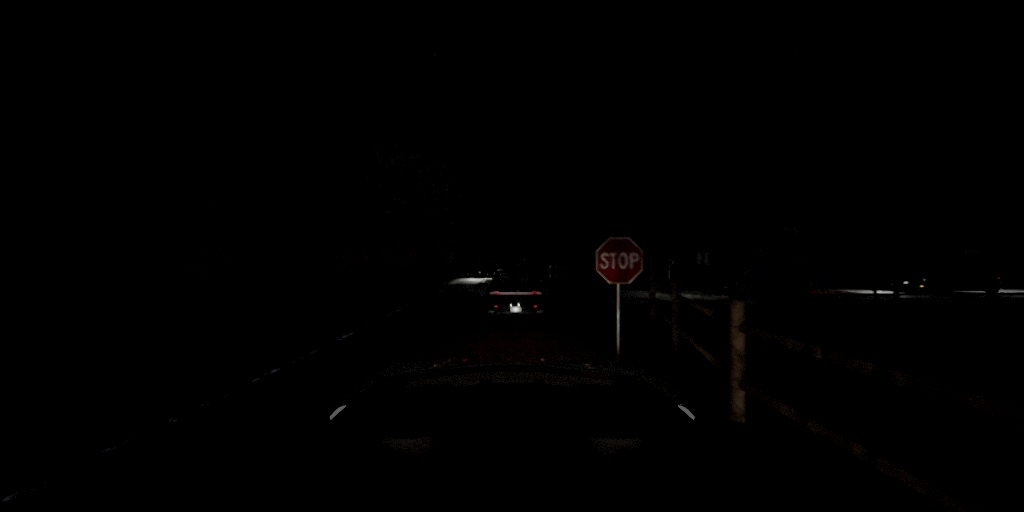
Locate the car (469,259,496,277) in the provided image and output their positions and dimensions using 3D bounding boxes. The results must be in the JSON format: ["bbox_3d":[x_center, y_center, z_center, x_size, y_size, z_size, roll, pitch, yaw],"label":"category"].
[{"bbox_3d":[-2.838,1.261,33.661,1.994,1.385,4.181,0,0,1],"label":"car"}]

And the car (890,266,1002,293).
[{"bbox_3d":[22.645,1.203,18.830,4.181,1.385,1.994,0,0,0],"label":"car"}]

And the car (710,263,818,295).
[{"bbox_3d":[12.989,1.157,18.636,5.008,1.535,1.882,0,0,-2],"label":"car"}]

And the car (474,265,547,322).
[{"bbox_3d":[0.100,1.230,12.228,2.128,1.511,4.902,0,0,0],"label":"car"}]

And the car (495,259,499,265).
[{"bbox_3d":[-2.834,1.180,42.895,1.837,1.490,4.892,0,0,0],"label":"car"}]
